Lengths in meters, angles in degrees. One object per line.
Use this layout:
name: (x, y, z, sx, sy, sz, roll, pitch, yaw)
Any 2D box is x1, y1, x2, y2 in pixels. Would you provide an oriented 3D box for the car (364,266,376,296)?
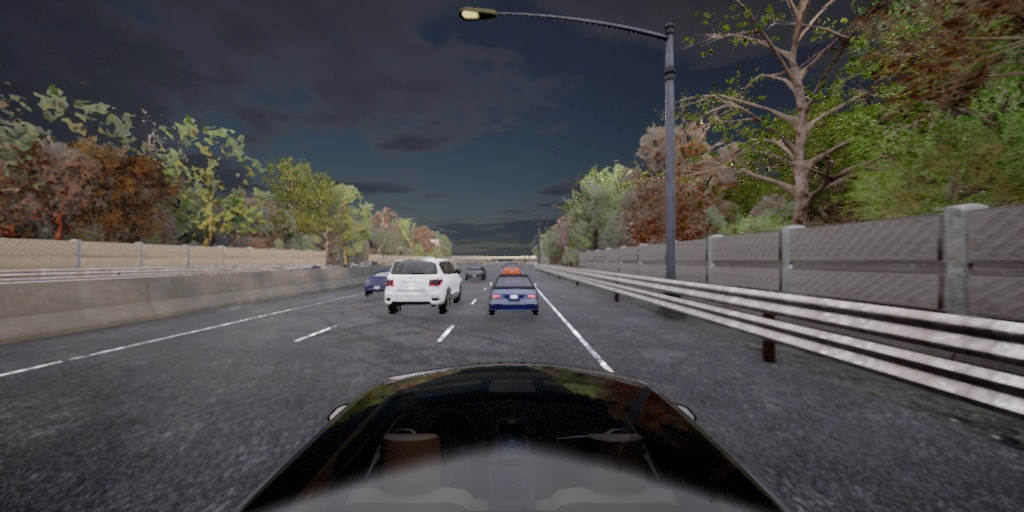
car: (-6.965, 1.483, 20.748, 1.812, 1.442, 4.674, 0, -1, 0)

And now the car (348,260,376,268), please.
car: (-17.650, 1.305, 43.683, 2.097, 1.767, 4.553, 0, -1, 0)

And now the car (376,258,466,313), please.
car: (-3.448, 1.112, 14.894, 2.150, 2.045, 5.566, 0, -1, 0)

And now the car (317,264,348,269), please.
car: (-21.149, 1.774, 43.636, 1.837, 1.490, 4.892, 0, -1, 0)

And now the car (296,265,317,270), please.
car: (-24.650, 1.804, 43.622, 1.812, 1.442, 4.674, 0, -1, 0)

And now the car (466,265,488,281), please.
car: (-3.522, 1.627, 35.902, 2.128, 1.511, 4.902, 0, -1, 0)

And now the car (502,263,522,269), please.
car: (-0.034, 1.522, 38.875, 2.097, 1.767, 4.553, 0, -1, 0)

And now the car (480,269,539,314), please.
car: (0.055, 1.432, 14.398, 2.033, 1.411, 5.357, 0, -1, 0)
